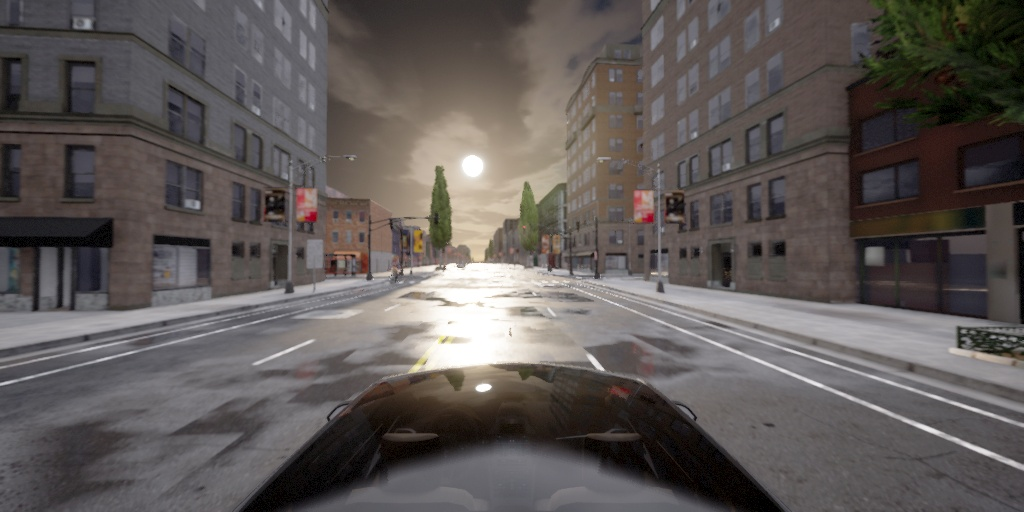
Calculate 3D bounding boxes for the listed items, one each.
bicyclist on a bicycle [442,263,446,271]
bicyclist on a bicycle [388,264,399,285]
[{"bbox_3d":[-12.111,1.955,63.967,0.866,1.612,1.509,0,-4,-6],"label":"bicyclist on a bicycle"},{"bbox_3d":[-9.350,1.470,28.431,0.866,1.612,1.509,0,-4,-3],"label":"bicyclist on a bicycle"}]
